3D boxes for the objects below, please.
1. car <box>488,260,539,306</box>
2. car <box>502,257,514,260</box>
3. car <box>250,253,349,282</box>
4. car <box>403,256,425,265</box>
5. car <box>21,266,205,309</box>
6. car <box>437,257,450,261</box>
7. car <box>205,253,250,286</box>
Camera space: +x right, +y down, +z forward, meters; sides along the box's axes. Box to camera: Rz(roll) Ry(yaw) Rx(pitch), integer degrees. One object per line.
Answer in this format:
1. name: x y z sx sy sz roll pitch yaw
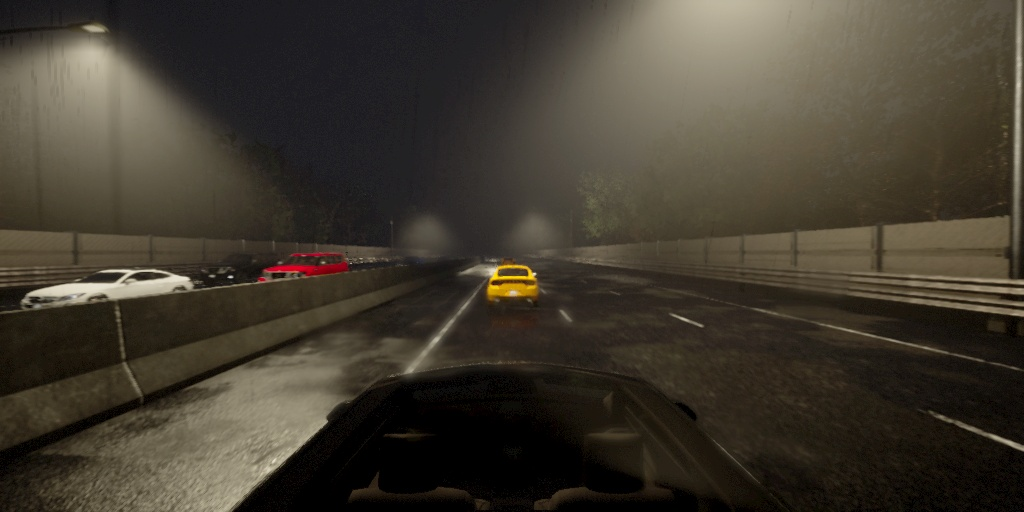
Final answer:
1. car: 0.040 1.123 15.137 1.882 1.535 5.008 0 0 0
2. car: -0.479 0.883 45.956 1.882 1.535 5.008 0 0 -1
3. car: -10.685 0.841 19.021 2.150 2.045 5.566 0 1 -1
4. car: -14.872 0.810 55.630 1.882 1.535 5.008 0 1 -1
5. car: -14.141 1.196 13.006 1.812 1.442 4.674 0 0 0
6. car: -11.513 0.816 60.609 1.812 1.442 4.674 0 0 -1
7. car: -17.737 0.807 23.920 2.150 2.045 5.566 0 0 -1
